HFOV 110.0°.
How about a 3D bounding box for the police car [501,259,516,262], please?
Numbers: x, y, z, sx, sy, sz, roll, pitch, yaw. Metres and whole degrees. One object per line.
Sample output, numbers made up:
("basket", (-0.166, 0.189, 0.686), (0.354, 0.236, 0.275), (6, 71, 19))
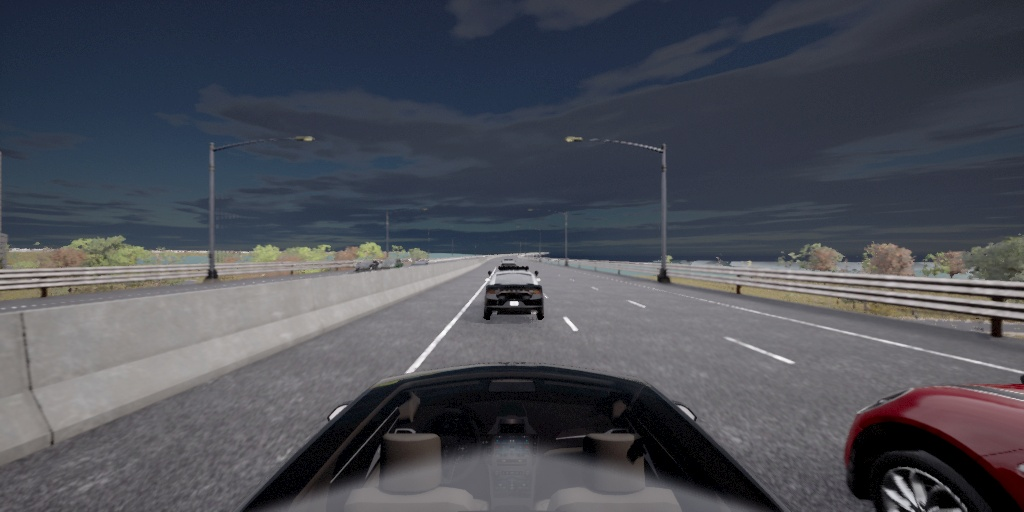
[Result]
("police car", (-0.435, 1.172, 43.948), (1.930, 1.638, 5.238), (0, 0, -1))

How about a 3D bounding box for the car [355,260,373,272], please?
("car", (-18.110, 1.255, 45.286), (1.837, 1.490, 4.892), (0, 0, -1))

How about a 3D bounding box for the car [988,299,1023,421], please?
("car", (7.092, 1.274, 2.325), (1.812, 1.442, 4.674), (0, 0, 0))

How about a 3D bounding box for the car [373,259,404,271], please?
("car", (-14.579, 1.100, 43.351), (2.097, 1.767, 4.553), (0, 0, -1))

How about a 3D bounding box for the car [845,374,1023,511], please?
("car", (3.592, 1.101, 0.824), (2.097, 1.767, 4.553), (0, 0, 0))

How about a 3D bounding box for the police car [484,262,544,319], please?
("police car", (0.049, 1.176, 13.014), (1.930, 1.638, 5.238), (0, 0, 0))

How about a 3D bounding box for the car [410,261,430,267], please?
("car", (-11.082, 1.314, 43.593), (1.994, 1.385, 4.181), (0, 0, -1))
